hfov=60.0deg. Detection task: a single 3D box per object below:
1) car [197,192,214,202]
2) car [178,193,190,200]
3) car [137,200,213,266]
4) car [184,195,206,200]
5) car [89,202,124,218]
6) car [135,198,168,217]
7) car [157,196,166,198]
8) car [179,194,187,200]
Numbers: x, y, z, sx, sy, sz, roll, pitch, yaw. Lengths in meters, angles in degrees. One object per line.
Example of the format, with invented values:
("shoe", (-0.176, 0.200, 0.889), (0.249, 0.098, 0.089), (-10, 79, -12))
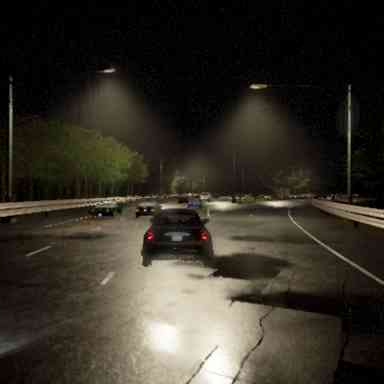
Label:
("car", (2.907, 1.108, 70.215), (2.150, 2.045, 5.566), (0, 0, 7))
("car", (-1.994, 1.179, 85.591), (2.097, 1.767, 4.553), (0, 0, 9))
("car", (-0.444, 1.345, 11.678), (2.097, 1.767, 4.553), (0, 0, 0))
("car", (0.493, 1.476, 44.812), (2.033, 1.411, 5.357), (0, 0, 4))
("car", (-7.327, 1.534, 29.080), (1.895, 1.301, 4.718), (0, 0, 2))
("car", (-3.674, 1.496, 29.145), (2.033, 1.411, 5.357), (0, 0, 2))
("car", (-5.364, 1.448, 58.377), (1.994, 1.385, 4.181), (0, 0, 6))
("car", (-1.310, 1.451, 63.232), (1.994, 1.385, 4.181), (0, 0, 6))
